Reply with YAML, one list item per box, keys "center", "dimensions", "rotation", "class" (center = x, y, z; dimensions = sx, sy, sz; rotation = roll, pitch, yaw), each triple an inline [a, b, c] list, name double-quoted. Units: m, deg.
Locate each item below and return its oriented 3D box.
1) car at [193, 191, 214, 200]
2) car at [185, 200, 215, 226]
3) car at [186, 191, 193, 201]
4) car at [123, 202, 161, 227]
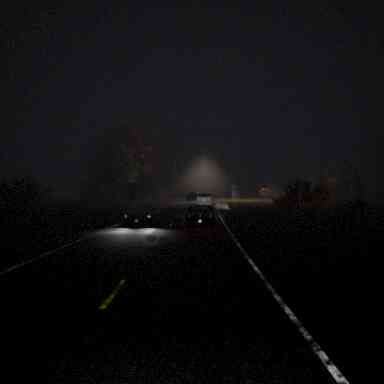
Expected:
- center: [1.641, 1.000, 42.655]
  dimensions: [2.150, 2.045, 5.566]
  rotation: [0, 1, 4]
  class: "car"
- center: [0.566, 1.485, 22.594]
  dimensions: [1.895, 1.301, 4.718]
  rotation: [0, 0, 2]
  class: "car"
- center: [0.143, 0.861, 66.771]
  dimensions: [2.150, 2.045, 5.566]
  rotation: [0, 1, 6]
  class: "car"
- center: [-3.173, 1.413, 21.823]
  dimensions: [1.812, 1.442, 4.674]
  rotation: [0, 0, 2]
  class: "car"
